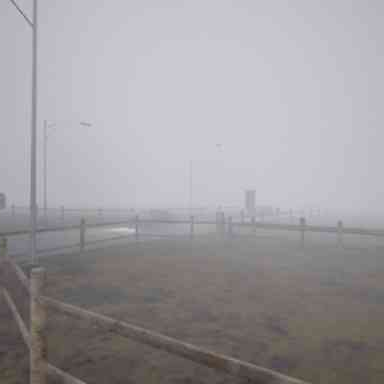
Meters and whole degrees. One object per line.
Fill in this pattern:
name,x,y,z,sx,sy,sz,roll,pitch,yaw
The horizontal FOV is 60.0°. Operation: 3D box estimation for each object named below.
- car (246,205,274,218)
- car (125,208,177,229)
car,8.428,2.328,41.071,1.882,1.535,5.008,1,-1,35
car,-2.979,1.941,24.912,1.994,1.385,4.181,1,-1,35
